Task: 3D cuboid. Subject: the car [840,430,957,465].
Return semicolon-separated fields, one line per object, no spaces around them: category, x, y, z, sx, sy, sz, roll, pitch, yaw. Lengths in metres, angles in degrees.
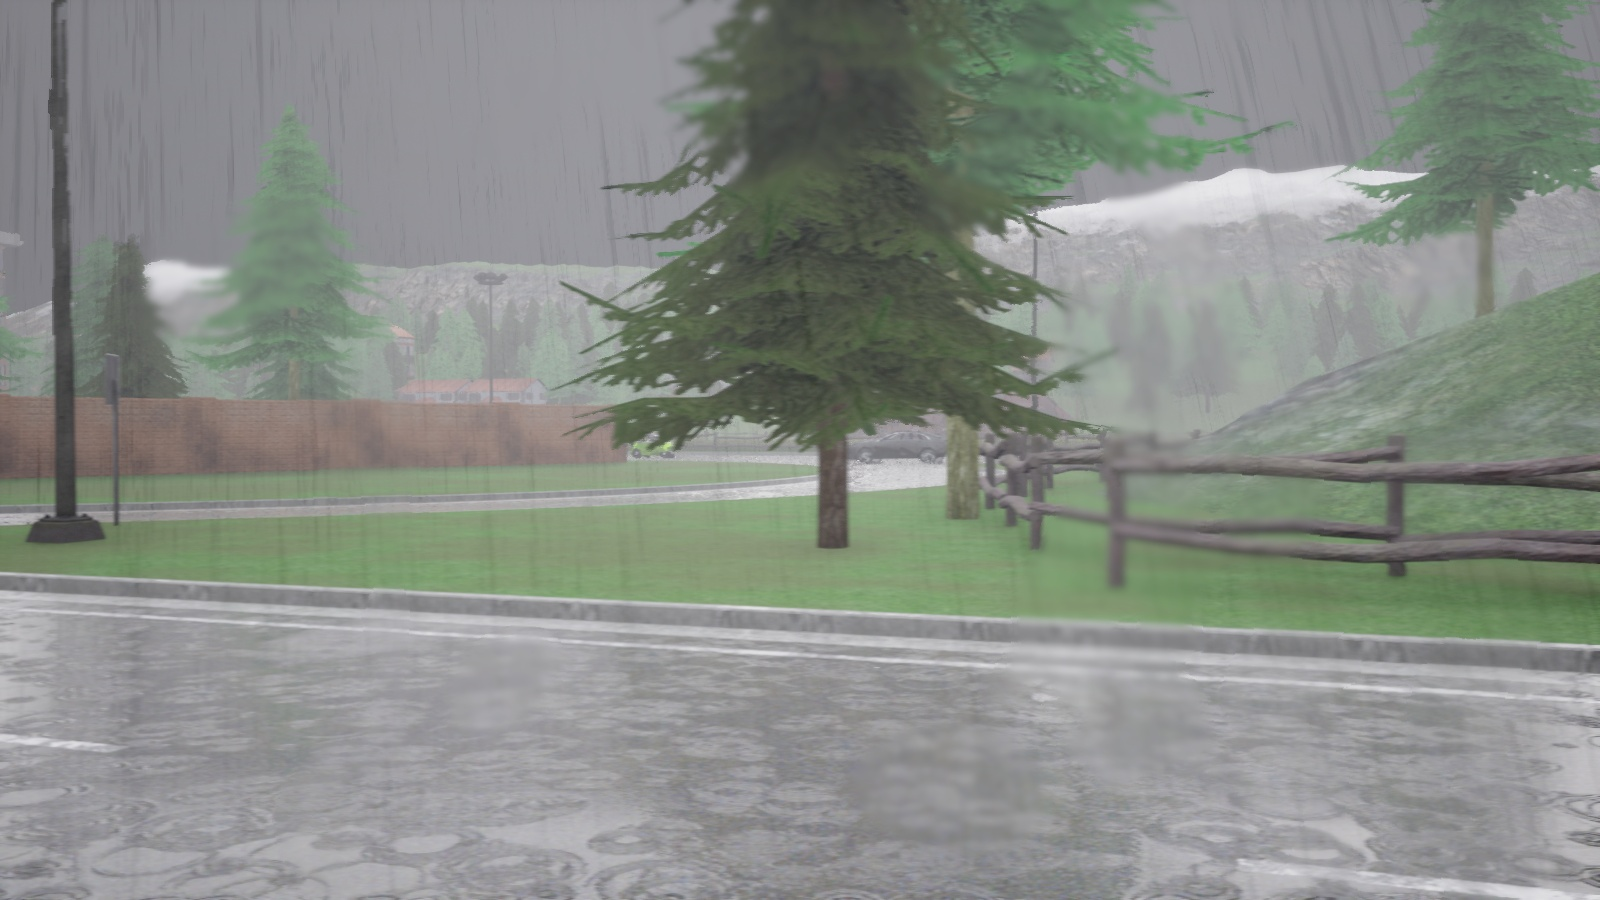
car;4.459;-0.131;56.697;4.902;1.511;2.128;1;1;19

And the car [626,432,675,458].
car;-8.160;-0.292;68.373;2.207;1.376;1.481;1;1;19
